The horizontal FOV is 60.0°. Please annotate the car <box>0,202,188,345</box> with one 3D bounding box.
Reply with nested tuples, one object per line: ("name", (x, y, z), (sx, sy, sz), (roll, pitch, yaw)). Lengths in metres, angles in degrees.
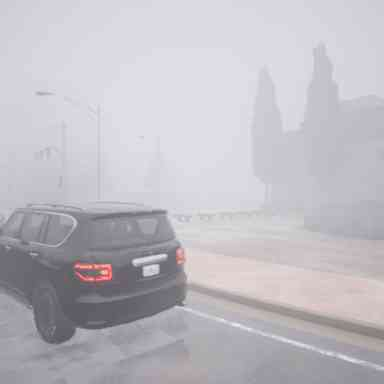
("car", (-2.533, 1.223, 6.715), (5.566, 2.045, 2.150), (0, 0, 44))
